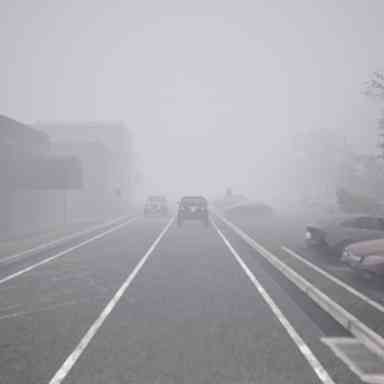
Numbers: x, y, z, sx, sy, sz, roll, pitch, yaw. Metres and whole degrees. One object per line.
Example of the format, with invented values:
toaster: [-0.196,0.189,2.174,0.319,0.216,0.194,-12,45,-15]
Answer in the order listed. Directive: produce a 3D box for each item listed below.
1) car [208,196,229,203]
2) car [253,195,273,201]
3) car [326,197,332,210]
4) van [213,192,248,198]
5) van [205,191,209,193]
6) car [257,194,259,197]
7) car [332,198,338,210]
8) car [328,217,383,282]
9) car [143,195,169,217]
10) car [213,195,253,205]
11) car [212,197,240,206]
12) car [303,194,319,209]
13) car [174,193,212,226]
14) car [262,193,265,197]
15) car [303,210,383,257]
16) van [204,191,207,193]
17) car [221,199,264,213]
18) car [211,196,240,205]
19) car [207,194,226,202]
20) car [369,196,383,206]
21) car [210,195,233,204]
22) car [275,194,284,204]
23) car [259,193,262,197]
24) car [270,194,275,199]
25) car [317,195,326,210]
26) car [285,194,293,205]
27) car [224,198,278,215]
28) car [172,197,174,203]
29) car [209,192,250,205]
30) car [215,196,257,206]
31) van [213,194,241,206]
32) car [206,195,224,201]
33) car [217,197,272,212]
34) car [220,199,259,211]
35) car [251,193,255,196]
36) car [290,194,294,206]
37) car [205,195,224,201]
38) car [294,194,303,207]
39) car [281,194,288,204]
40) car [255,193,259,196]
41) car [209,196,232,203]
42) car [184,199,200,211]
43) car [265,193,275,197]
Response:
car: [5.997,1.617,75.906,4.792,1.488,2.163,0,0,0]
car: [19.151,1.584,89.839,4.792,1.488,2.163,0,0,0]
car: [19.095,1.495,39.832,4.553,1.767,2.185,0,0,0]
van: [5.881,1.389,50.980,4.442,1.987,1.878,0,0,0]
van: [5.912,1.356,78.752,4.442,1.987,1.878,0,0,0]
car: [19.115,1.614,81.482,4.674,1.452,2.002,0,0,0]
car: [19.089,1.372,36.922,5.566,2.045,2.435,0,0,0]
car: [6.133,1.484,8.137,4.674,1.452,2.002,0,0,0]
car: [-3.408,1.310,32.535,2.150,2.045,5.566,0,0,0]
car: [5.987,1.618,48.073,4.892,1.521,2.231,0,0,0]
car: [6.000,1.610,59.206,4.892,1.521,2.231,0,0,0]
car: [19.042,1.490,48.062,4.553,1.767,2.185,0,0,0]
car: [0.062,1.302,24.484,2.150,2.045,5.566,0,-1,0]
car: [19.074,1.460,75.912,4.553,1.767,2.185,0,0,0]
car: [6.170,1.477,10.964,4.792,1.488,2.163,0,0,0]
van: [6.166,1.315,95.389,4.442,1.987,1.878,0,0,0]
car: [6.013,1.652,39.723,4.792,1.488,2.163,0,0,0]
car: [6.195,1.603,61.989,5.366,1.575,1.946,0,0,0]
car: [6.002,1.450,81.473,4.553,1.767,2.185,0,0,0]
car: [19.026,1.499,34.136,4.553,1.767,2.185,0,0,0]
car: [5.985,1.475,67.557,4.553,1.767,2.185,0,0,0]
car: [19.125,1.476,64.771,4.553,1.767,2.185,0,0,0]
car: [19.104,1.580,78.697,5.008,1.535,2.097,0,0,0]
car: [19.103,1.600,67.557,4.892,1.521,2.231,0,0,0]
car: [19.099,1.493,42.617,4.553,1.767,2.185,0,0,0]
car: [19.089,1.609,56.416,5.008,1.535,2.097,0,0,0]
car: [5.993,1.667,34.299,4.674,1.452,2.002,1,0,0]
car: [-3.404,1.613,73.276,2.033,1.411,5.357,0,0,0]
car: [5.972,1.362,53.639,5.566,2.045,2.435,0,0,0]
car: [5.961,1.649,45.290,4.792,1.488,2.163,0,0,0]
van: [5.887,1.385,56.422,4.442,1.987,1.878,0,0,0]
car: [6.042,1.604,87.040,4.674,1.452,2.002,0,0,0]
car: [5.795,1.622,36.940,5.366,1.575,1.946,0,0,0]
car: [5.990,1.661,42.507,4.674,1.452,2.002,0,0,0]
car: [19.091,1.311,87.050,5.566,2.045,2.435,0,0,0]
car: [19.266,1.608,53.756,5.366,1.575,1.946,0,0,0]
car: [6.037,1.556,89.824,5.008,1.535,2.097,0,0,0]
car: [19.105,1.362,50.971,5.566,2.045,2.435,0,0,0]
car: [19.057,1.637,59.202,4.792,1.488,2.163,0,0,0]
car: [19.085,1.443,84.266,4.553,1.767,2.185,0,0,0]
car: [6.022,1.636,70.340,4.674,1.452,2.002,0,0,0]
car: [0.018,1.653,42.333,1.994,1.385,4.181,0,0,0]
car: [19.072,1.343,70.340,5.566,2.045,2.435,0,0,0]
